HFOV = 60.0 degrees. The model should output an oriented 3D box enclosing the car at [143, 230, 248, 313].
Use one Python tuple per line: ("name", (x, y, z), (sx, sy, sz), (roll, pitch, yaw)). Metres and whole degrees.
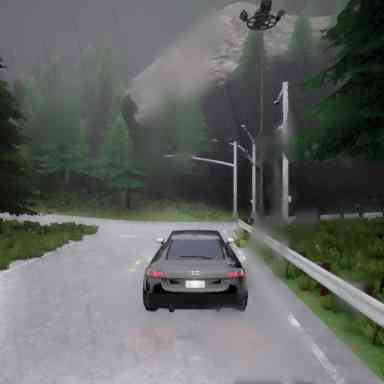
("car", (0.078, 1.564, 7.757), (1.994, 1.385, 4.181), (0, 0, 1))
